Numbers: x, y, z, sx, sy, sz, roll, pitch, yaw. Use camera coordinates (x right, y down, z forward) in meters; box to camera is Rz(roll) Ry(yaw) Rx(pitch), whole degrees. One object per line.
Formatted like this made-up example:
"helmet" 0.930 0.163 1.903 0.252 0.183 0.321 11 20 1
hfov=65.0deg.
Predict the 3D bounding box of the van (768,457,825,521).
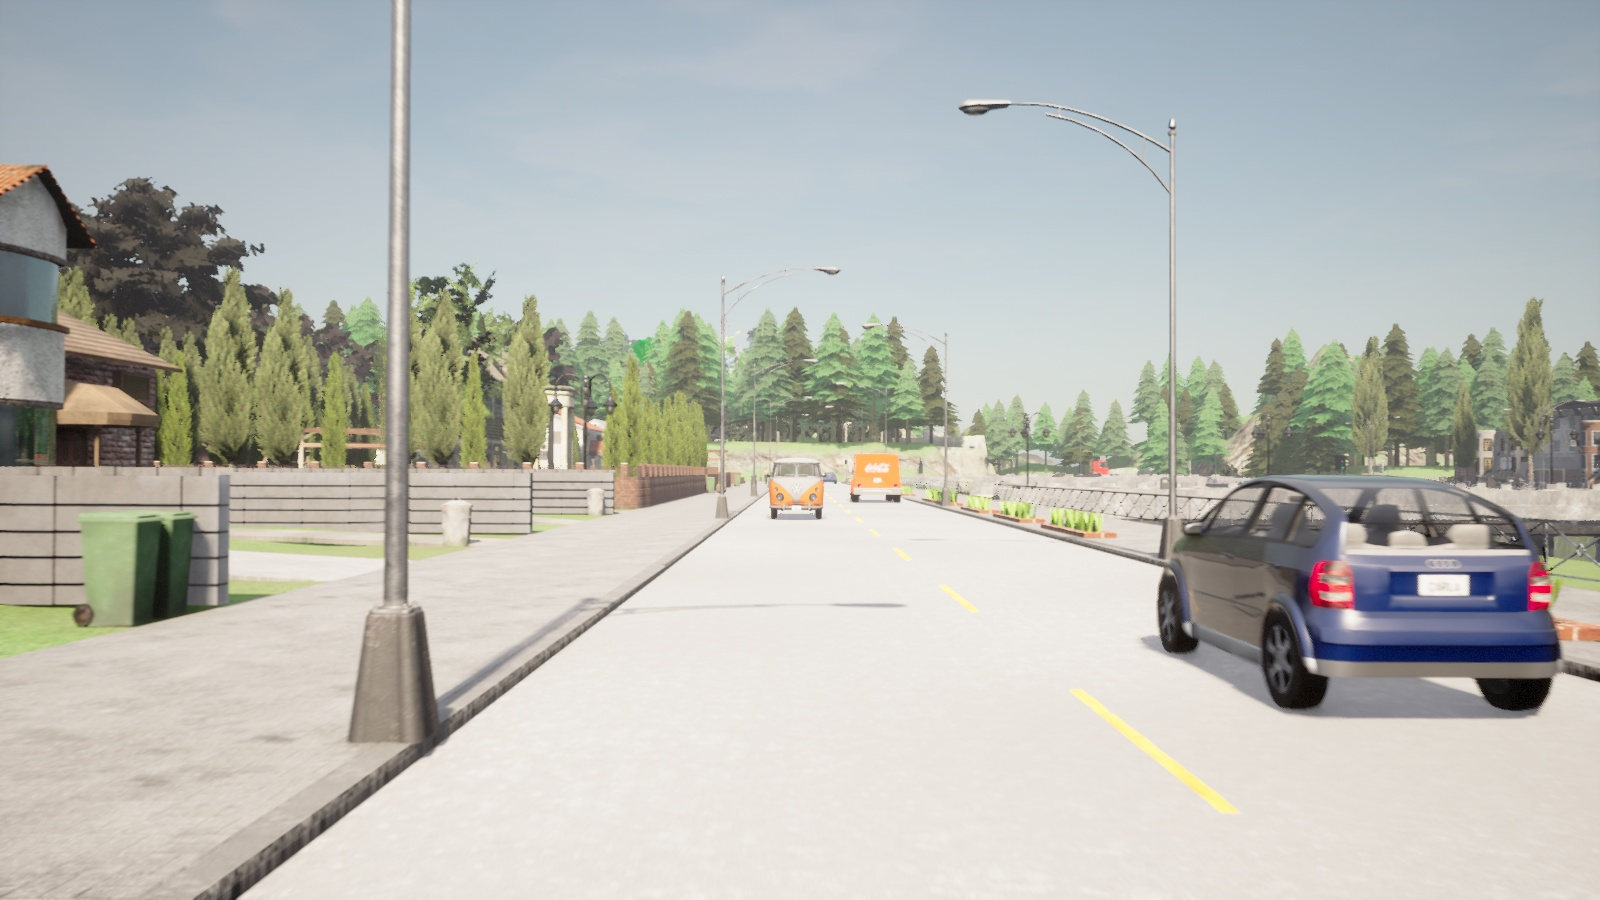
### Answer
"van" -0.102 1.262 41.482 1.775 1.987 4.442 0 -1 0

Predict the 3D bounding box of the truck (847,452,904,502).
"truck" 3.841 1.403 65.047 2.627 2.467 5.204 0 -1 0

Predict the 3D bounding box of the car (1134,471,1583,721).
"car" 3.976 0.940 9.691 1.789 1.549 3.705 0 -1 0
